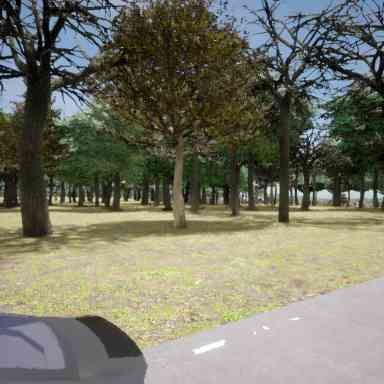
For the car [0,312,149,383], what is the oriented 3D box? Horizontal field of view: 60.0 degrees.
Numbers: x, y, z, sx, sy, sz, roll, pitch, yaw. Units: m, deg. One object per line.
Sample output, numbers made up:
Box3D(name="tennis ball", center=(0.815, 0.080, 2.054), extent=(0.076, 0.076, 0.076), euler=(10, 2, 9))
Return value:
Box3D(name="car", center=(-2.455, 1.491, 1.320), extent=(4.902, 1.511, 2.128), euler=(0, 0, -35))
